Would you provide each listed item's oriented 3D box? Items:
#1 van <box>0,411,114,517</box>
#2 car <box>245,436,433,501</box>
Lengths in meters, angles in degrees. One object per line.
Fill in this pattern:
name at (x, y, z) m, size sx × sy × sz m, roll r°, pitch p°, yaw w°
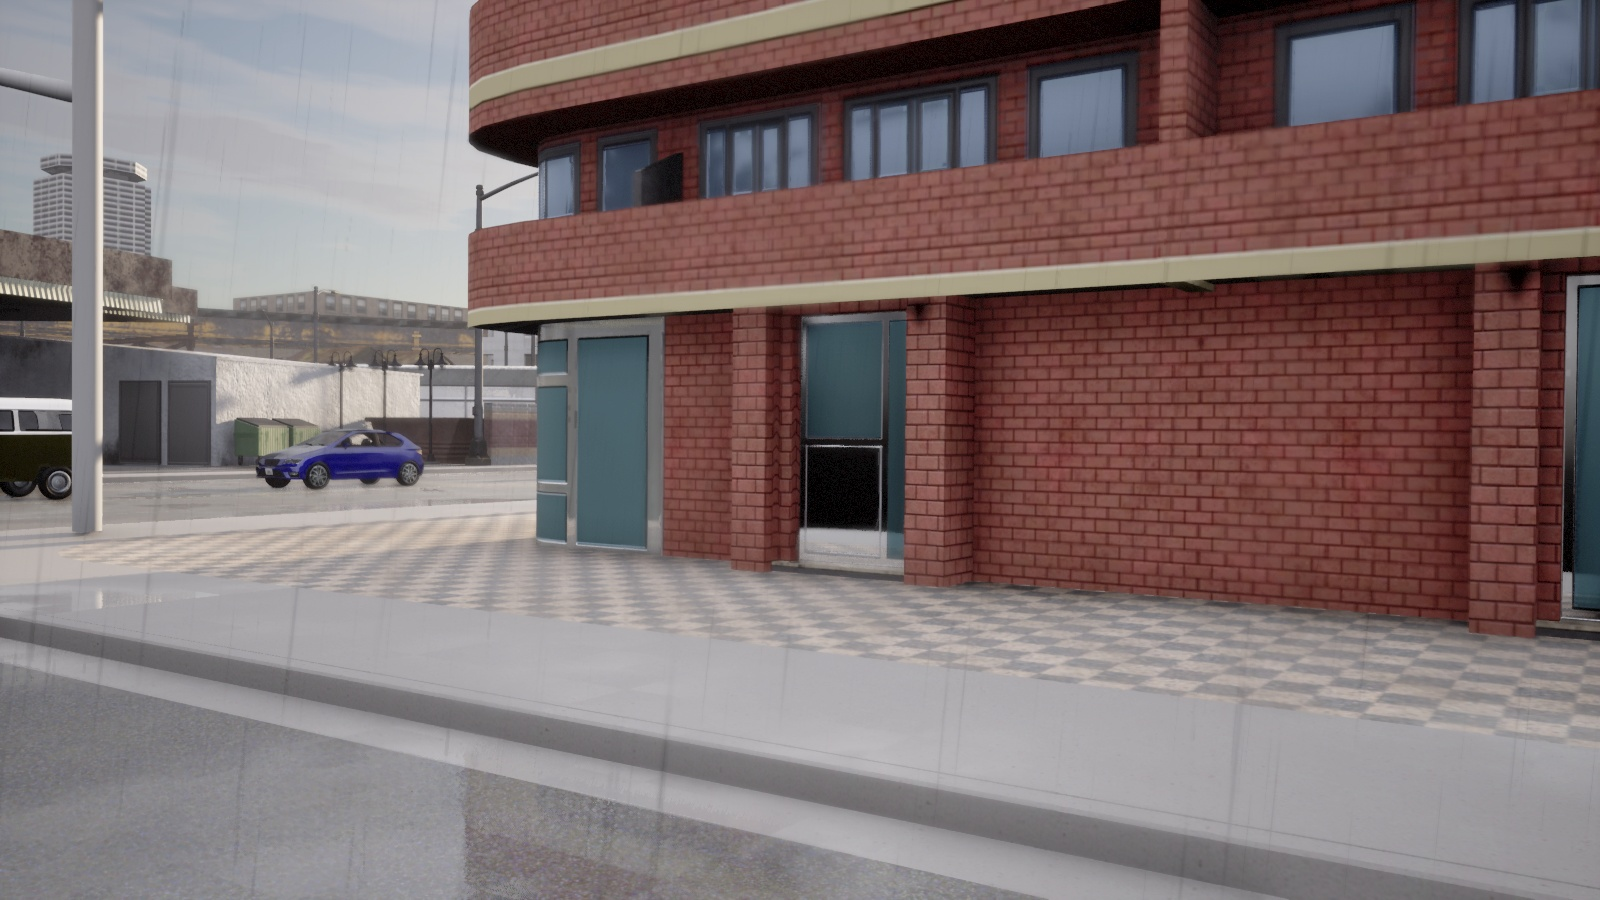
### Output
van at (-16.206, 0.267, 24.497) m, size 2.069 × 2.038 × 4.480 m, roll 0°, pitch 1°, yaw 32°
car at (-11.542, 0.416, 31.720) m, size 1.816 × 1.474 × 4.193 m, roll 0°, pitch 1°, yaw 33°
